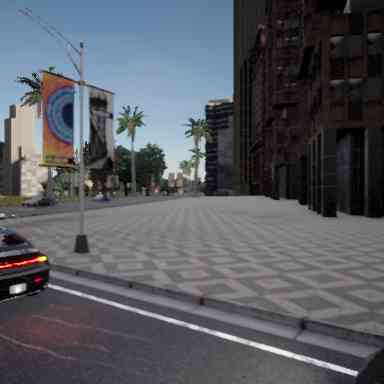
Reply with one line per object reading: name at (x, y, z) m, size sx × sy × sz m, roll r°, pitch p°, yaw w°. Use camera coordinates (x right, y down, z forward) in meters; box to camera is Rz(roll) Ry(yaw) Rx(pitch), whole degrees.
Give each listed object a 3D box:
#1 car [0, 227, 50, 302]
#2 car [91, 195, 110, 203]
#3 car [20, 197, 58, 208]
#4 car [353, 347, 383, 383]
car at (-5.162, 1.509, 7.397) m, size 4.892 × 1.490 × 1.837 m, roll 0°, pitch 0°, yaw 34°
car at (-16.360, 1.190, 59.794) m, size 1.812 × 1.442 × 4.674 m, roll 0°, pitch 1°, yaw 12°
car at (-19.933, 1.352, 43.690) m, size 2.033 × 1.411 × 5.357 m, roll 0°, pitch 0°, yaw 14°
car at (3.273, 1.504, 1.351) m, size 4.892 × 1.490 × 1.837 m, roll 0°, pitch 0°, yaw 35°
